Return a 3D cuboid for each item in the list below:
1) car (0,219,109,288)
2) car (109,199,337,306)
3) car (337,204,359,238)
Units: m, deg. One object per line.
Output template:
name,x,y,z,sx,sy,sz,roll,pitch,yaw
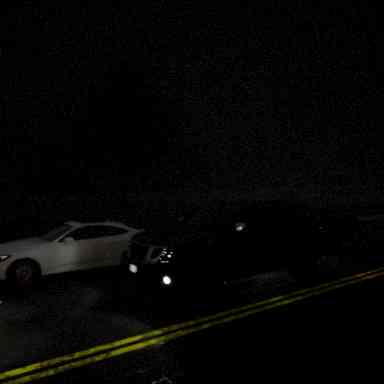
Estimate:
car,-3.179,1.524,9.398,4.674,1.442,1.812,0,0,-36
car,1.044,1.219,8.423,5.566,2.045,2.150,0,0,-36
car,5.931,1.342,15.867,4.553,1.767,2.097,0,0,-35
